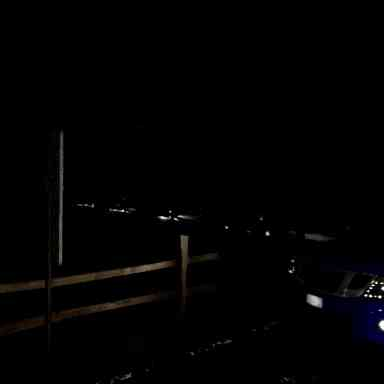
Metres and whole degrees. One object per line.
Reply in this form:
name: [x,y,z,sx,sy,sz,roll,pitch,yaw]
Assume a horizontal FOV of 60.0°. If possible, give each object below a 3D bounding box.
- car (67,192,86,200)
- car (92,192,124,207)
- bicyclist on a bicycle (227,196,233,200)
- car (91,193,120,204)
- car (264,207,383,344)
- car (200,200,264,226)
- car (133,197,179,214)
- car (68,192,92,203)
car: [-20.261,0.669,58.154,1.895,1.301,4.718,1,1,-35]
car: [-9.046,0.777,36.938,2.097,1.767,4.553,1,1,-35]
bicyclist on a bicycle: [3.371,1.136,29.585,1.656,1.620,0.582,0,1,-35]
car: [-12.136,0.842,46.518,2.033,1.411,5.357,1,0,-36]
car: [4.292,1.223,5.956,5.566,2.045,2.150,0,-1,-24]
car: [2.437,1.244,20.497,2.128,1.511,4.902,1,1,-35]
car: [-3.253,1.138,28.629,2.033,1.411,5.357,1,1,-35]
car: [-14.978,0.761,45.494,1.837,1.490,4.892,1,1,-34]
